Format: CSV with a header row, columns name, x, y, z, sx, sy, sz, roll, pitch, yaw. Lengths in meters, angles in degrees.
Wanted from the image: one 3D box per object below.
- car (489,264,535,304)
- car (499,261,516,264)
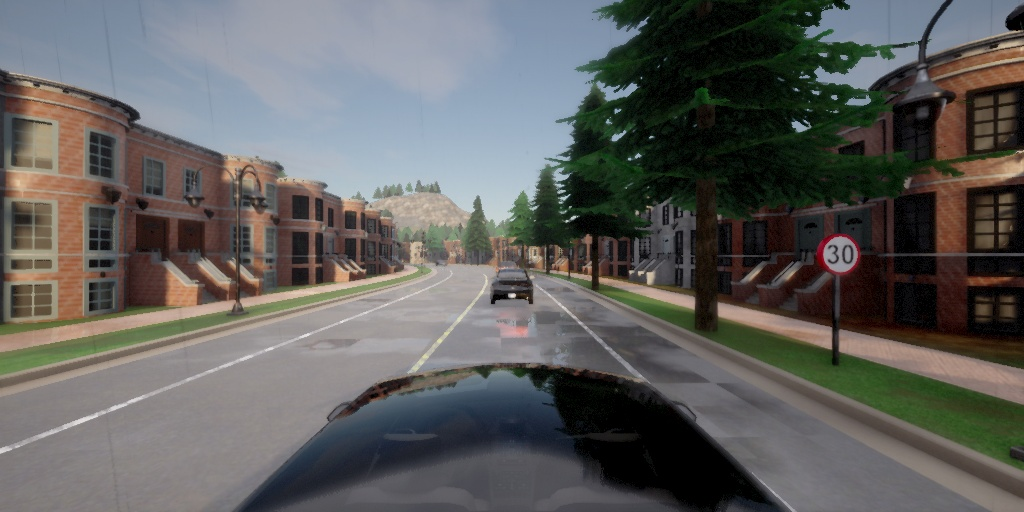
name,x,y,z,sx,sy,sz,roll,pitch,yaw
car,0.000,1.316,16.471,1.837,1.490,4.892,0,0,0
car,-0.414,1.221,31.565,2.097,1.767,4.553,0,0,-4
